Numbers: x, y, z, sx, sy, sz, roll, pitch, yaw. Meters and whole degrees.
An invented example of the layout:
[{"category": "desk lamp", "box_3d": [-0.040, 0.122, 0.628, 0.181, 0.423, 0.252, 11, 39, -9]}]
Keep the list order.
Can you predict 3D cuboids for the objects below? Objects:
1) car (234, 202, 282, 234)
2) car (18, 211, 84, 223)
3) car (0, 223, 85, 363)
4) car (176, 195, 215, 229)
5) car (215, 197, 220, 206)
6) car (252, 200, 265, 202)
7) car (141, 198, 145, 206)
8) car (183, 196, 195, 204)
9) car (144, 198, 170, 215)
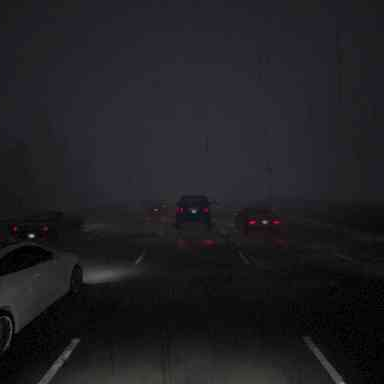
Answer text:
[{"category": "car", "box_3d": [3.610, 1.546, 18.973, 2.033, 1.411, 5.357, 0, 0, 0]}, {"category": "car", "box_3d": [-6.892, 1.599, 16.504, 1.895, 1.301, 4.718, 0, 0, 0]}, {"category": "car", "box_3d": [-3.396, 1.525, 5.657, 1.812, 1.442, 4.674, 0, 0, 0]}, {"category": "car", "box_3d": [0.110, 1.218, 21.701, 2.150, 2.045, 5.566, 0, 0, 0]}, {"category": "car", "box_3d": [3.485, 1.521, 55.099, 1.812, 1.442, 4.674, 0, 0, -2]}, {"category": "car", "box_3d": [7.115, 1.561, 35.486, 1.994, 1.385, 4.181, 0, 0, 0]}, {"category": "car", "box_3d": [-6.922, 1.559, 52.919, 1.994, 1.385, 4.181, 0, 0, -1]}, {"category": "car", "box_3d": [-0.579, 1.520, 63.532, 1.812, 1.442, 4.674, 0, 0, -6]}, {"category": "car", "box_3d": [-3.384, 1.523, 33.937, 1.812, 1.442, 4.674, 0, 0, 0]}]
